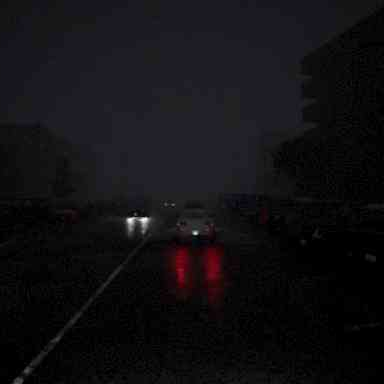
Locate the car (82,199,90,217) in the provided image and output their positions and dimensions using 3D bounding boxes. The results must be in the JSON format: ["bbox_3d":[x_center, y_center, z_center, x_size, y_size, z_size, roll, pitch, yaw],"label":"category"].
[{"bbox_3d":[-11.233,1.495,27.081,5.008,1.535,2.097,-1,0,-20],"label":"car"}]

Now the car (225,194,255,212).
[{"bbox_3d":[6.521,1.270,32.334,5.566,2.045,2.435,1,0,-20],"label":"car"}]

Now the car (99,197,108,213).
[{"bbox_3d":[-11.272,1.501,32.953,5.008,1.535,2.097,-1,0,-20],"label":"car"}]

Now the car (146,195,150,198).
[{"bbox_3d":[-11.351,1.407,62.285,5.566,2.045,2.435,-1,-1,-20],"label":"car"}]

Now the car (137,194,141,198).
[{"bbox_3d":[-11.322,1.559,53.496,5.008,1.535,2.097,-1,0,-20],"label":"car"}]

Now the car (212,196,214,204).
[{"bbox_3d":[6.513,1.299,50.334,5.566,2.045,2.435,1,-1,-20],"label":"car"}]

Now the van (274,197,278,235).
[{"bbox_3d":[6.076,1.282,14.243,4.442,1.987,1.878,1,0,-19],"label":"van"}]

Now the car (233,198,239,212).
[{"bbox_3d":[6.485,1.549,29.318,4.792,1.488,2.163,1,0,-19],"label":"car"}]

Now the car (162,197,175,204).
[{"bbox_3d":[-4.865,1.792,73.115,1.882,1.535,5.008,0,-1,0],"label":"car"}]

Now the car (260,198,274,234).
[{"bbox_3d":[6.220,1.386,17.279,4.553,1.767,2.185,1,0,-19],"label":"car"}]

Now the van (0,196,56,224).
[{"bbox_3d":[-11.288,1.265,21.166,4.442,1.987,1.878,-1,0,-20],"label":"van"}]

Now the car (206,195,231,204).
[{"bbox_3d":[6.580,1.852,83.223,5.566,2.045,2.435,1,-1,-19],"label":"car"}]

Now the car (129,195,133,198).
[{"bbox_3d":[-11.326,1.564,47.633,4.674,1.452,2.002,-1,0,-20],"label":"car"}]

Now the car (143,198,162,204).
[{"bbox_3d":[-11.116,2.517,94.545,5.008,1.535,2.097,0,-3,-19],"label":"car"}]

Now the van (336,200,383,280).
[{"bbox_3d":[6.161,1.282,8.328,4.442,1.987,1.878,1,0,-19],"label":"van"}]

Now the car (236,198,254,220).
[{"bbox_3d":[6.428,1.518,26.298,4.892,1.521,2.231,1,0,-19],"label":"car"}]

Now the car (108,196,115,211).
[{"bbox_3d":[-11.276,1.505,35.888,4.892,1.521,2.231,-1,0,-20],"label":"car"}]

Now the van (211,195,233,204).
[{"bbox_3d":[6.418,1.585,71.225,4.442,1.987,1.878,1,-1,-20],"label":"van"}]

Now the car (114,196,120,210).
[{"bbox_3d":[-11.287,1.508,38.821,4.892,1.521,2.231,-1,0,-20],"label":"car"}]

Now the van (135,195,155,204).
[{"bbox_3d":[-11.352,1.790,79.862,4.442,1.987,1.878,0,-1,-20],"label":"van"}]

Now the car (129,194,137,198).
[{"bbox_3d":[-11.298,1.413,50.566,4.553,1.767,2.185,-1,0,-20],"label":"car"}]

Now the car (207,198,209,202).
[{"bbox_3d":[6.338,1.752,68.205,5.366,1.575,1.946,1,-1,-20],"label":"car"}]

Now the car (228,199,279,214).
[{"bbox_3d":[6.508,1.524,35.337,4.892,1.521,2.231,1,0,-20],"label":"car"}]

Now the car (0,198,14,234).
[{"bbox_3d":[-11.087,1.357,15.322,4.553,1.767,2.185,-1,0,-21],"label":"car"}]

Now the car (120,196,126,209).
[{"bbox_3d":[-11.300,1.509,41.758,5.008,1.535,2.097,-1,0,-20],"label":"car"}]

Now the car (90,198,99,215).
[{"bbox_3d":[-11.217,1.527,30.026,4.792,1.488,2.163,-1,0,-20],"label":"car"}]

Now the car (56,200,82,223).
[{"bbox_3d":[-11.026,1.487,24.210,5.366,1.575,1.946,-1,0,-20],"label":"car"}]

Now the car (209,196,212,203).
[{"bbox_3d":[6.314,1.619,59.233,5.366,1.575,1.946,1,-1,-20],"label":"car"}]

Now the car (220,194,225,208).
[{"bbox_3d":[6.543,1.274,38.353,5.566,2.045,2.435,1,0,-20],"label":"car"}]

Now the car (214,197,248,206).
[{"bbox_3d":[6.658,1.594,56.368,5.366,1.575,1.946,1,-1,-20],"label":"car"}]

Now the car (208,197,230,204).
[{"bbox_3d":[6.604,2.052,80.253,4.792,1.488,2.163,1,-2,-19],"label":"car"}]

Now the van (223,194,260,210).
[{"bbox_3d":[6.609,1.305,44.375,4.442,1.987,1.878,1,0,-20],"label":"van"}]

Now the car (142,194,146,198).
[{"bbox_3d":[-11.500,1.617,59.301,5.366,1.575,1.946,-1,0,-20],"label":"car"}]

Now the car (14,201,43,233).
[{"bbox_3d":[-11.154,1.486,18.266,5.008,1.535,2.097,-1,0,-21],"label":"car"}]

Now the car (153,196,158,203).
[{"bbox_3d":[-11.266,1.940,76.962,5.008,1.535,2.097,0,-2,-20],"label":"car"}]

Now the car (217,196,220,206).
[{"bbox_3d":[6.333,1.521,41.271,5.366,1.575,1.946,1,0,-20],"label":"car"}]

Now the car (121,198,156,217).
[{"bbox_3d":[-4.937,1.573,31.714,2.033,1.411,5.357,0,0,0],"label":"car"}]

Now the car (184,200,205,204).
[{"bbox_3d":[0.219,1.502,32.770,1.882,1.535,5.008,0,0,0],"label":"car"}]

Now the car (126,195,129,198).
[{"bbox_3d":[-11.287,1.389,44.700,4.553,1.767,2.185,-1,0,-20],"label":"car"}]

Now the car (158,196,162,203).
[{"bbox_3d":[-11.141,2.305,88.699,4.792,1.488,2.163,0,-2,-19],"label":"car"}]

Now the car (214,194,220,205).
[{"bbox_3d":[6.315,1.531,47.264,5.366,1.575,1.946,1,0,-20],"label":"car"}]

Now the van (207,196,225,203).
[{"bbox_3d":[6.540,2.060,89.184,4.442,1.987,1.878,1,-2,-19],"label":"van"}]

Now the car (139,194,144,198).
[{"bbox_3d":[-11.335,1.587,56.428,5.008,1.535,2.097,-1,-1,-20],"label":"car"}]

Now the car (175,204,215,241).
[{"bbox_3d":[0.154,1.538,16.589,1.812,1.442,4.674,0,0,0],"label":"car"}]

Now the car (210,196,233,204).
[{"bbox_3d":[6.509,1.751,74.254,4.553,1.767,2.185,1,-2,-20],"label":"car"}]

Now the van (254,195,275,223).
[{"bbox_3d":[6.424,1.289,20.331,4.442,1.987,1.878,1,0,-19],"label":"van"}]

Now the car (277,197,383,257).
[{"bbox_3d":[6.093,1.256,11.273,5.566,2.045,2.435,1,0,-19],"label":"car"}]

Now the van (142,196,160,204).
[{"bbox_3d":[-11.254,2.161,91.588,4.442,1.987,1.878,0,-2,-19],"label":"van"}]

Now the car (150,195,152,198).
[{"bbox_3d":[-11.298,1.754,68.164,4.892,1.521,2.231,-1,-1,-20],"label":"car"}]
